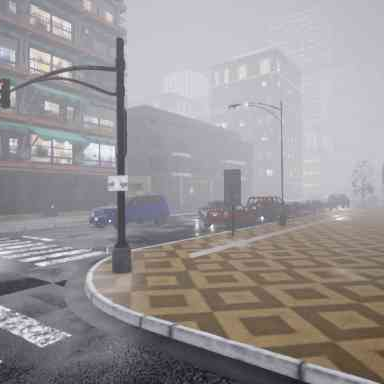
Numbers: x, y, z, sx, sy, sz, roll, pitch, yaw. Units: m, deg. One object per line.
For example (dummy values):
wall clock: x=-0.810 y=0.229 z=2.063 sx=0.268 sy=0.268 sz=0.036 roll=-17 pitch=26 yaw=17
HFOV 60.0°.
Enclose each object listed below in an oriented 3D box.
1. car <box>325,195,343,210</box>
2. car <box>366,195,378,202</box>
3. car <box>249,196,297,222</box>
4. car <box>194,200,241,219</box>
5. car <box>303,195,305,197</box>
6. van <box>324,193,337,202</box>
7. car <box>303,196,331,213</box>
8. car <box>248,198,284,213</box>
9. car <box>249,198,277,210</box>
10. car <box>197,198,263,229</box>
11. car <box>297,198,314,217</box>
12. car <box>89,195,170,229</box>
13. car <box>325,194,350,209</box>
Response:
car: x=15.757 y=1.415 z=38.764 sx=2.008 sy=1.369 sz=4.403 roll=-1 pitch=0 yaw=36
car: x=35.670 y=1.334 z=65.776 sx=1.887 sy=1.381 sz=4.507 roll=-1 pitch=0 yaw=36
car: x=5.798 y=1.216 z=25.259 sx=2.192 sy=1.841 sz=5.009 roll=-1 pitch=0 yaw=36
car: x=2.367 y=1.470 z=29.723 sx=1.837 sy=1.490 sz=4.892 roll=-1 pitch=0 yaw=37
car: x=22.589 y=1.439 z=61.311 sx=1.752 sy=1.417 sz=4.829 roll=-1 pitch=0 yaw=36
van: x=29.326 y=1.229 z=70.452 sx=1.690 sy=1.788 sz=3.998 roll=-1 pitch=0 yaw=36
car: x=12.438 y=1.421 z=34.262 sx=1.887 sy=1.381 sz=4.507 roll=-1 pitch=0 yaw=36
car: x=8.593 y=1.490 z=38.156 sx=2.033 sy=1.411 sz=5.357 roll=-1 pitch=0 yaw=37
car: x=9.314 y=1.489 z=43.303 sx=1.752 sy=1.417 sz=4.829 roll=-1 pitch=0 yaw=36
car: x=2.481 y=1.353 z=20.757 sx=1.967 sy=1.590 sz=4.097 roll=-1 pitch=0 yaw=36
car: x=9.120 y=1.471 z=29.760 sx=1.802 sy=1.307 sz=4.206 roll=-1 pitch=0 yaw=36
car: x=-3.812 y=1.209 z=21.311 sx=2.150 sy=2.045 sz=5.566 roll=-1 pitch=0 yaw=38
car: x=19.074 y=1.167 z=43.267 sx=2.192 sy=1.841 sz=5.009 roll=-1 pitch=0 yaw=36
